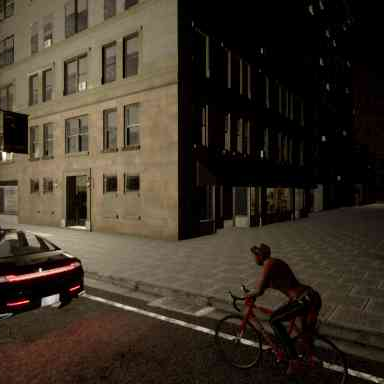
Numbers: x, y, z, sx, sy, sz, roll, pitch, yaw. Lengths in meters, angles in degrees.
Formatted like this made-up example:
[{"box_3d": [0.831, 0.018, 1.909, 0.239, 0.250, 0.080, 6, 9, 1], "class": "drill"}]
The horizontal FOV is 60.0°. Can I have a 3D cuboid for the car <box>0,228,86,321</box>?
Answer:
[{"box_3d": [-4.193, 1.493, 6.679, 4.902, 1.511, 2.128, 0, 0, 36], "class": "car"}]

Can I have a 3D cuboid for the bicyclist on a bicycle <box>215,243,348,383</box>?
[{"box_3d": [0.972, 1.453, 3.970, 1.656, 1.620, 0.582, 0, 0, 36], "class": "bicyclist on a bicycle"}]
